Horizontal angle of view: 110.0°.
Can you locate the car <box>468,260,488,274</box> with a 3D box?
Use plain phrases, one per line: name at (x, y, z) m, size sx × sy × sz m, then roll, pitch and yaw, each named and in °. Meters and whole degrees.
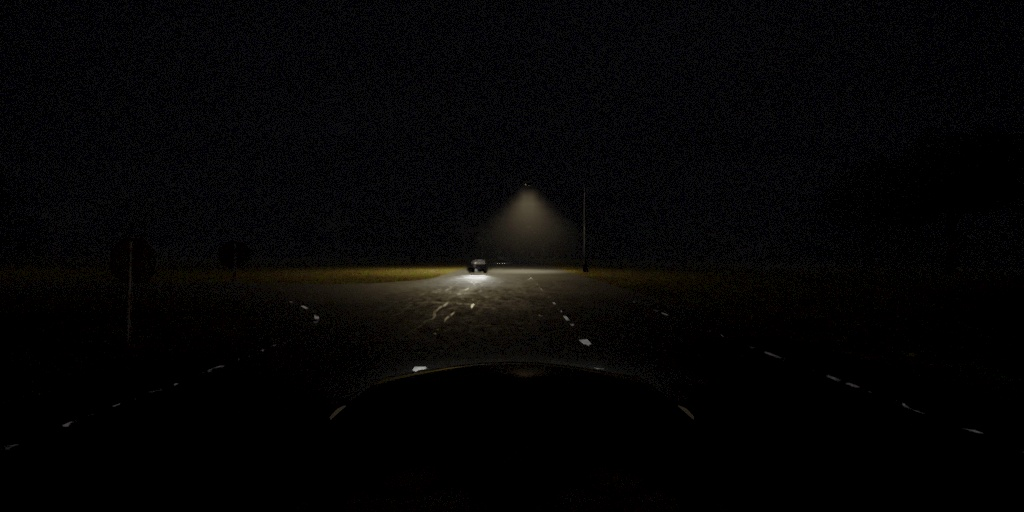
car at (-3.578, 1.150, 38.486) m, size 2.128 × 1.511 × 4.902 m, roll 0°, pitch 0°, yaw 0°
